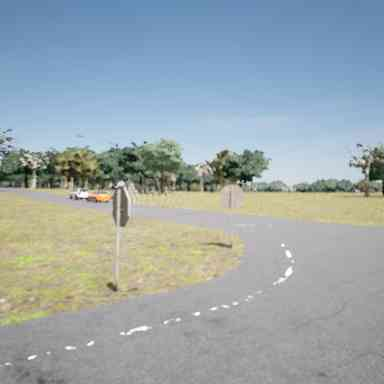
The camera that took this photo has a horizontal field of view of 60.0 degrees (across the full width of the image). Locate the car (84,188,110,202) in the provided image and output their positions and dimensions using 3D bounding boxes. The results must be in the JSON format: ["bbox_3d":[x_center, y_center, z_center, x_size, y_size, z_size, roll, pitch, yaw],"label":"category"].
[{"bbox_3d":[-14.253,0.635,50.569,2.097,1.767,4.553,1,0,-35],"label":"car"}]

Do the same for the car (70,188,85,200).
[{"bbox_3d":[-19.596,0.325,58.087,2.150,2.045,5.566,1,0,-35],"label":"car"}]
